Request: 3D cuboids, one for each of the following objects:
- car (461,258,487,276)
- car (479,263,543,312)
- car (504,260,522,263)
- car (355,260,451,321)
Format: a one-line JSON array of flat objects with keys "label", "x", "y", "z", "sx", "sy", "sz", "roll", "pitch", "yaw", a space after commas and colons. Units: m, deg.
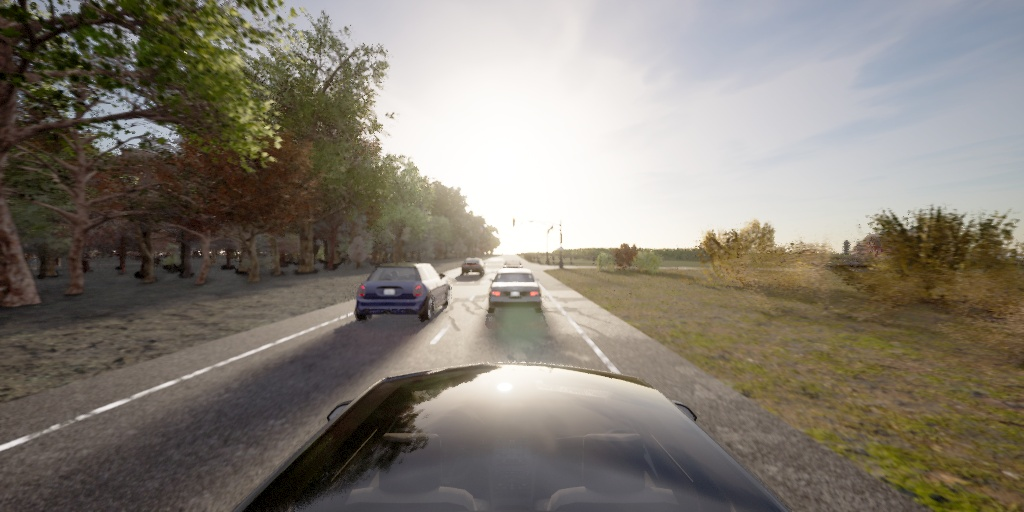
[{"label": "car", "x": -3.411, "y": 0.936, "z": 32.125, "sx": 1.837, "sy": 1.490, "sz": 4.892, "roll": 0, "pitch": 0, "yaw": 0}, {"label": "car", "x": 0.094, "y": 1.176, "z": 13.435, "sx": 2.033, "sy": 1.411, "sz": 5.357, "roll": 0, "pitch": 1, "yaw": 0}, {"label": "car", "x": 0.087, "y": 1.029, "z": 32.455, "sx": 1.895, "sy": 1.301, "sz": 4.718, "roll": 0, "pitch": 1, "yaw": 0}, {"label": "car", "x": -3.404, "y": 0.994, "z": 12.078, "sx": 2.097, "sy": 1.767, "sz": 4.553, "roll": 0, "pitch": 1, "yaw": 0}]
